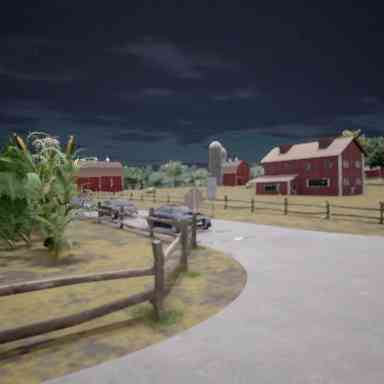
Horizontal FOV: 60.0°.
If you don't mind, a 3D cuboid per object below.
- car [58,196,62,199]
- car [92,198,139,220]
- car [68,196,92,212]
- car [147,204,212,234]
[{"bbox_3d":[-16.903,1.058,42.020,1.837,1.490,4.892,-2,2,-34],"label":"car"},{"bbox_3d":[-5.840,1.248,25.932,1.837,1.490,4.892,-2,2,-35],"label":"car"},{"bbox_3d":[-11.195,1.140,33.699,2.128,1.511,4.902,-2,2,-35],"label":"car"},{"bbox_3d":[-0.780,1.404,18.605,1.994,1.385,4.181,-2,2,-37],"label":"car"}]
